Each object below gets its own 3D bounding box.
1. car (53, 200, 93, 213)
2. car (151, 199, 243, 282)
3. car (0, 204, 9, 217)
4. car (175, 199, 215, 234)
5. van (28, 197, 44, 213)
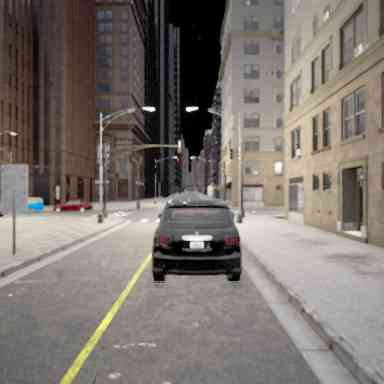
[{"bbox_3d":[-13.860,1.657,38.852,4.507,1.381,1.887,-1,1,0],"label":"car"},{"bbox_3d":[0.132,1.208,9.822,2.150,2.045,5.566,0,0,0],"label":"car"},{"bbox_3d":[-19.536,1.470,30.363,5.009,1.841,2.192,-1,0,0],"label":"car"},{"bbox_3d":[0.157,1.322,19.939,2.097,1.767,4.553,0,0,0],"label":"car"},{"bbox_3d":[-19.487,1.521,38.889,3.998,1.788,1.690,-1,1,0],"label":"van"}]
